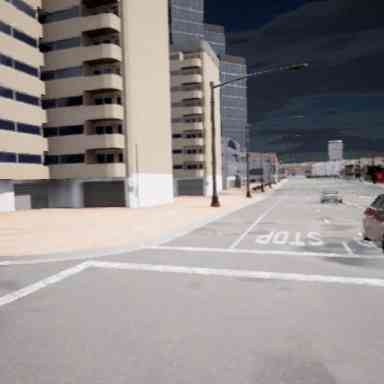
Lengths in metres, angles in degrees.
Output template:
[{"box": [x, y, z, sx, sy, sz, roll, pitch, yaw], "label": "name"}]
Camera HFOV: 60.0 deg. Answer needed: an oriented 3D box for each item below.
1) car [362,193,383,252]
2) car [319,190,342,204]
[{"box": [6.365, 0.833, 9.524, 2.097, 1.767, 4.553, -1, 2, 17], "label": "car"}, {"box": [13.804, 0.441, 33.292, 1.895, 1.301, 4.718, -1, 1, 17], "label": "car"}]
